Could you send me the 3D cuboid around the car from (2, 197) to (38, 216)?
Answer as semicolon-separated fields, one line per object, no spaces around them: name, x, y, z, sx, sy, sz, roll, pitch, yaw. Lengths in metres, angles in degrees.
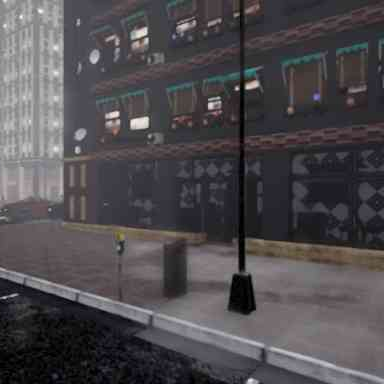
car;-12.810;1.124;26.643;1.994;1.385;4.181;0;1;35

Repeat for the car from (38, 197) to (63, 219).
car;-8.048;1.140;23.330;1.947;1.339;4.313;1;2;35
